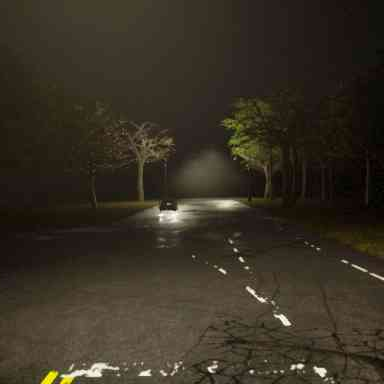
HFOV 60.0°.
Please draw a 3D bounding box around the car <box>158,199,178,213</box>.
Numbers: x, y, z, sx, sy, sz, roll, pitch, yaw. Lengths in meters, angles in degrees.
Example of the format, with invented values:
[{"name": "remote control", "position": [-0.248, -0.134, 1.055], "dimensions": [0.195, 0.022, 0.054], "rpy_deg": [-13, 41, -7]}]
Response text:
[{"name": "car", "position": [-2.615, 1.532, 37.768], "dimensions": [1.837, 1.490, 4.892], "rpy_deg": [-1, 1, 2]}]
